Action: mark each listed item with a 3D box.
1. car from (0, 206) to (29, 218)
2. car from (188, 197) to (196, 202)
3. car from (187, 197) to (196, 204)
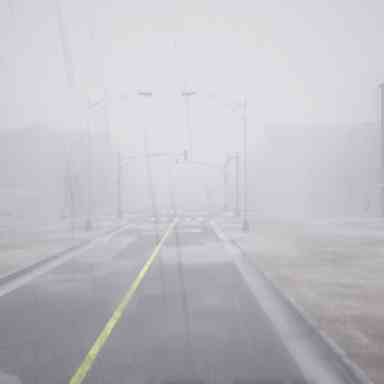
[{"bbox_3d":[-20.393,2.197,36.768,4.403,1.369,2.008,-1,2,0],"label":"car"},{"bbox_3d":[-0.039,1.978,89.084,2.033,1.411,5.357,0,0,0],"label":"car"},{"bbox_3d":[-0.034,2.032,78.246,1.837,1.490,4.892,0,0,0],"label":"car"}]
